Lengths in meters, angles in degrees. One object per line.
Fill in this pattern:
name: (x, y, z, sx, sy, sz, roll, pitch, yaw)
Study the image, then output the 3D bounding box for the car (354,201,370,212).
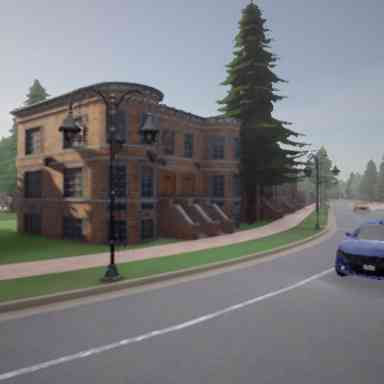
car: (24.639, 2.088, 48.345, 1.882, 1.535, 5.008, 0, -1, 23)

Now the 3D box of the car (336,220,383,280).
car: (5.917, 1.607, 10.063, 1.882, 1.535, 5.008, 0, -1, 40)
